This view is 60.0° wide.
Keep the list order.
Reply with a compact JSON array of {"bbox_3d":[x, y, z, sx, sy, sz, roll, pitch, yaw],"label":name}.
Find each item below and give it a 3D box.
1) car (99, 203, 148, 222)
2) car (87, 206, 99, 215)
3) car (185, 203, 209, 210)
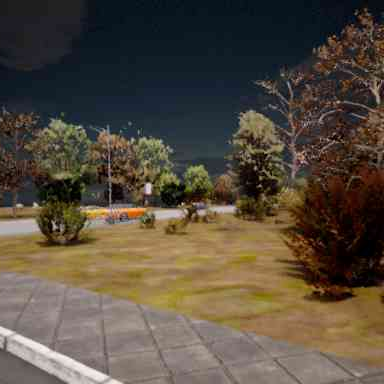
[{"bbox_3d":[-6.098,1.856,31.650,2.097,1.767,4.553,-3,-2,32],"label":"car"},{"bbox_3d":[-11.521,2.297,36.558,1.882,1.535,5.008,-3,-2,32],"label":"car"},{"bbox_3d":[0.966,2.507,56.356,2.033,1.411,5.357,-3,-2,32],"label":"car"}]
